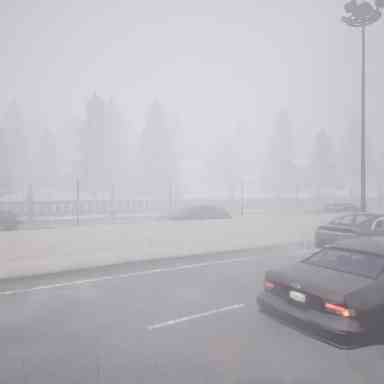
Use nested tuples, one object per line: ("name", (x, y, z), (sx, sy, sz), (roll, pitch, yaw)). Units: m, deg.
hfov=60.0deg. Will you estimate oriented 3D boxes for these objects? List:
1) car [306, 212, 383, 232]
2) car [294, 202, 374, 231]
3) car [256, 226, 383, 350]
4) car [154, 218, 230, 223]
("car", (6.420, 1.492, 11.603), (4.902, 1.511, 2.128), (0, 0, -30))
("car", (9.171, 1.491, 21.412), (4.902, 1.511, 2.128), (0, 0, -29))
("car", (3.678, 1.548, 6.041), (5.357, 1.411, 2.033), (0, 0, -30))
("car", (0.081, 1.505, 20.364), (4.892, 1.490, 1.837), (0, 0, -30))
